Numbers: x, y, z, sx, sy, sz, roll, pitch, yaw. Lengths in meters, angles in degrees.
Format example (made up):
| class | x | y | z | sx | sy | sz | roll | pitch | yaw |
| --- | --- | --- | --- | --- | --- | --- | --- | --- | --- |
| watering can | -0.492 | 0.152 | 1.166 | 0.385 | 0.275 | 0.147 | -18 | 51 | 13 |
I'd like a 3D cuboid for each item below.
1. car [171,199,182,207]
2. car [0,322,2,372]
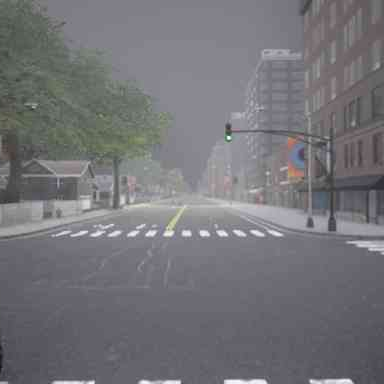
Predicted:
| class | x | y | z | sx | sy | sz | roll | pitch | yaw |
| --- | --- | --- | --- | --- | --- | --- | --- | --- | --- |
| car | -2.981 | 2.079 | 64.975 | 2.128 | 1.511 | 4.902 | 0 | 0 | 0 |
| car | -3.226 | 1.358 | 1.897 | 2.097 | 1.767 | 4.553 | 0 | 0 | 0 |
